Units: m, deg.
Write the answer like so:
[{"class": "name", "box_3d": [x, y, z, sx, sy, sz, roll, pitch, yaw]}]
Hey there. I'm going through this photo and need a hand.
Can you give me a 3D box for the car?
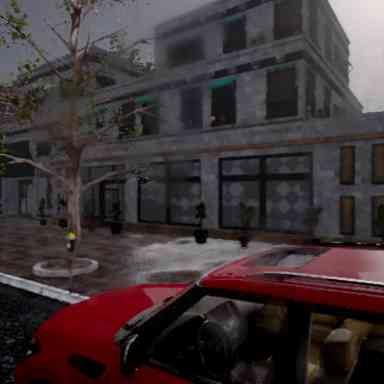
[{"class": "car", "box_3d": [0.854, 1.319, 2.259, 5.009, 1.841, 2.192, -1, 0, 36]}]
